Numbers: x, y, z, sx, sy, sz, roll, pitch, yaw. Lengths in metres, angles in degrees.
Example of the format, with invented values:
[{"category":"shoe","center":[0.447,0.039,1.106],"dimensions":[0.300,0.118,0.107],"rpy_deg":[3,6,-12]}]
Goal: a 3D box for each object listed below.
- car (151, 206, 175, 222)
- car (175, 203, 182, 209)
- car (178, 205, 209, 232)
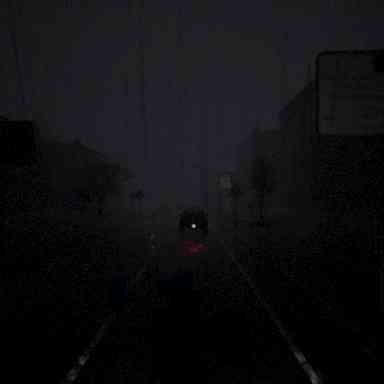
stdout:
[{"category":"car","center":[-3.067,2.218,33.894],"dimensions":[1.812,1.442,4.674],"rpy_deg":[0,-2,0]},{"category":"car","center":[-2.937,3.138,76.366],"dimensions":[1.994,1.385,4.181],"rpy_deg":[0,-1,0]},{"category":"car","center":[0.111,1.907,22.966],"dimensions":[1.837,1.490,4.892],"rpy_deg":[0,-1,0]}]
